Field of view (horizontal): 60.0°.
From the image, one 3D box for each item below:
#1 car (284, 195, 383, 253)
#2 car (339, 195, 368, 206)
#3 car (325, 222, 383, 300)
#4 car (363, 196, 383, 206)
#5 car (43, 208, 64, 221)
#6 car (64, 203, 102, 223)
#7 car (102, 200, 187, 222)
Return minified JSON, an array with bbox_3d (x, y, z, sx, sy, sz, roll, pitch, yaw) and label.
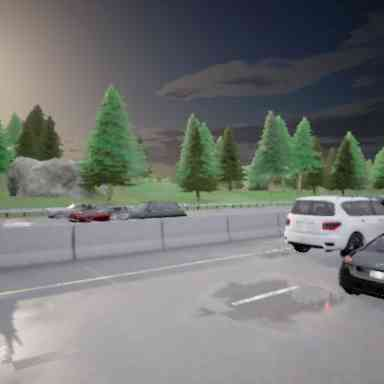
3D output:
[{"bbox_3d":[5.772,1.170,12.166,5.566,2.045,2.150,0,0,-36],"label":"car"},{"bbox_3d":[25.335,1.280,52.046,4.892,1.490,1.837,-1,0,-34],"label":"car"},{"bbox_3d":[5.155,1.527,7.429,4.181,1.385,1.994,0,0,-35],"label":"car"},{"bbox_3d":[28.003,1.321,49.645,5.357,1.411,2.033,0,0,-34],"label":"car"},{"bbox_3d":[-9.564,1.568,27.267,4.718,1.301,1.895,0,0,-36],"label":"car"},{"bbox_3d":[-5.452,1.567,21.602,4.718,1.301,1.895,0,0,-36],"label":"car"},{"bbox_3d":[-2.516,1.313,19.397,4.553,1.767,2.097,0,0,-36],"label":"car"}]
